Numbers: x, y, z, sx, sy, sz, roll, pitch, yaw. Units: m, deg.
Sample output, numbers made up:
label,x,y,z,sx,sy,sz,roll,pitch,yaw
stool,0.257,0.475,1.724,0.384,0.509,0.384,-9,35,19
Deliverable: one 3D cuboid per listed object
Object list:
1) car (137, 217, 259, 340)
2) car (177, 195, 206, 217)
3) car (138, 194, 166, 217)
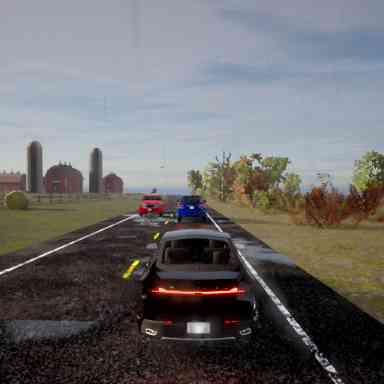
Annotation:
label,x,y,z,sx,sy,sz,roll,pitch,yaw
car,0.083,1.504,6.710,1.837,1.490,4.892,0,0,0
car,-0.033,1.220,26.430,2.150,2.045,5.566,0,0,-1
car,-3.776,1.221,32.223,2.150,2.045,5.566,0,0,0
